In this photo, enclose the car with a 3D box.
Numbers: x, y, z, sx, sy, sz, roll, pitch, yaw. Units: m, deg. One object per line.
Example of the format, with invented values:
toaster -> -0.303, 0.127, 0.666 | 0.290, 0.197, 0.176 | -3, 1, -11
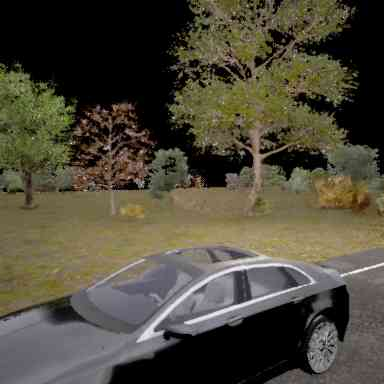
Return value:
car -> -0.051, 1.493, 3.978 | 4.902, 1.511, 2.128 | 0, 0, -36
